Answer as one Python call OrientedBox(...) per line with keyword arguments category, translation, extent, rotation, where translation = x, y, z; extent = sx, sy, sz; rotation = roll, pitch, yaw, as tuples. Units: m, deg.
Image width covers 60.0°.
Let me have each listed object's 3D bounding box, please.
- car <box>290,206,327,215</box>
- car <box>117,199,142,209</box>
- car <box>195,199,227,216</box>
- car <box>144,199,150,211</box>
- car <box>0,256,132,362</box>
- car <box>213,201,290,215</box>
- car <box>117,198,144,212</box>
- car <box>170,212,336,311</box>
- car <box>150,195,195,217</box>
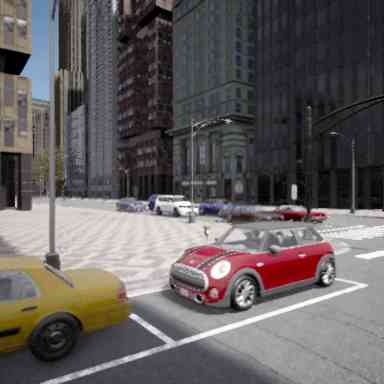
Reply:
OrientedBox(category="car", translation=(7.831, 1.695, 25.303), extent=(1.895, 1.301, 4.718), rotation=(0, 0, -36))
OrientedBox(category="car", translation=(-9.438, 1.783, 49.610), extent=(1.895, 1.301, 4.718), rotation=(0, 0, -35))
OrientedBox(category="car", translation=(2.715, 1.473, 32.491), extent=(2.097, 1.767, 4.553), rotation=(0, 0, -36))
OrientedBox(category="car", translation=(-3.419, 1.375, 41.098), extent=(2.150, 2.045, 5.566), rotation=(0, 0, -35))
OrientedBox(category="car", translation=(-3.224, 1.525, 4.353), extent=(4.829, 1.417, 1.752), rotation=(0, 0, -36))
OrientedBox(category="car", translation=(4.262, 1.653, 24.712), extent=(2.033, 1.411, 5.357), rotation=(0, 0, -35))
OrientedBox(category="car", translation=(-7.548, 1.518, 41.299), extent=(2.097, 1.767, 4.553), rotation=(0, 0, -35))
OrientedBox(category="car", translation=(1.475, 1.452, 7.706), extent=(4.097, 1.590, 1.967), rotation=(0, 0, -36))
OrientedBox(category="car", translation=(-1.652, 1.357, 33.010), extent=(2.150, 2.045, 5.566), rotation=(0, 0, -35))
